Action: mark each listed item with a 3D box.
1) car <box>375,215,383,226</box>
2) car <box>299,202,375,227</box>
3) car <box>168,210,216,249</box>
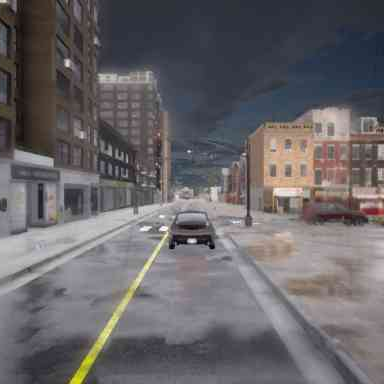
[{"bbox_3d":[16.526,2.025,25.599,4.829,1.417,1.752,1,-1,0],"label":"car"},{"bbox_3d":[10.815,1.709,25.614,5.009,1.841,2.192,1,-1,0],"label":"car"},{"bbox_3d":[0.000,1.567,14.654,1.837,1.490,4.892,0,0,0],"label":"car"}]
